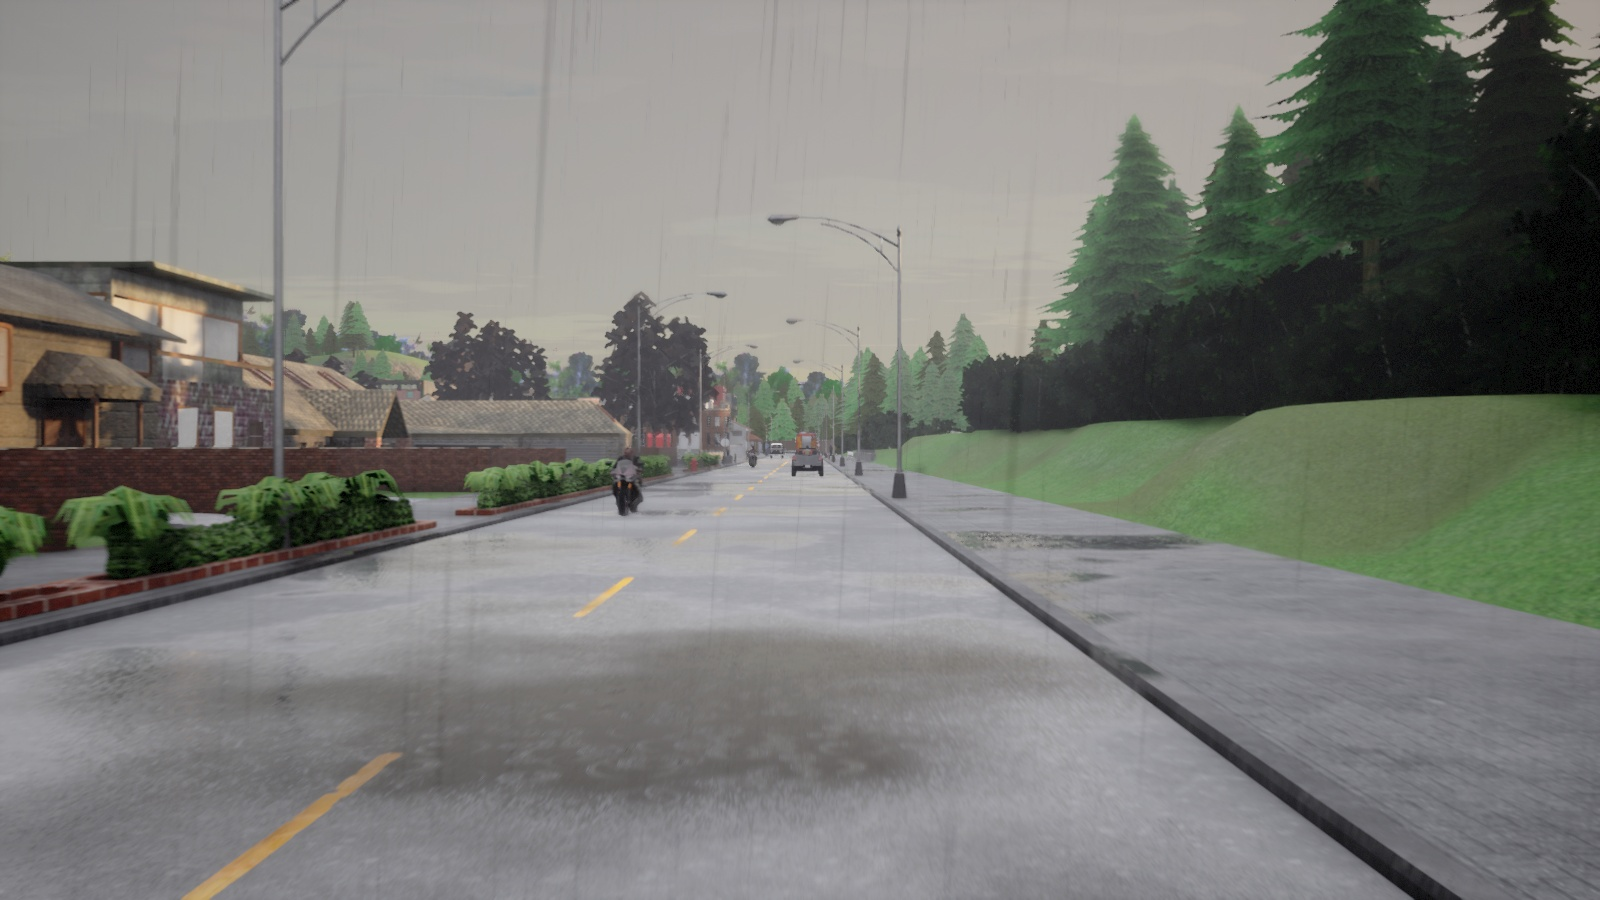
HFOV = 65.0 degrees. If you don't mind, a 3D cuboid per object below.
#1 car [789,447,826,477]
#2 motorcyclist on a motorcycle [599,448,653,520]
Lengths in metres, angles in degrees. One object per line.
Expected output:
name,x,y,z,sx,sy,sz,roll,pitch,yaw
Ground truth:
car,0.387,0.617,65.202,1.845,1.501,3.633,0,0,0
motorcyclist on a motorcycle,-3.824,0.717,27.786,0.866,1.530,2.191,0,0,0
